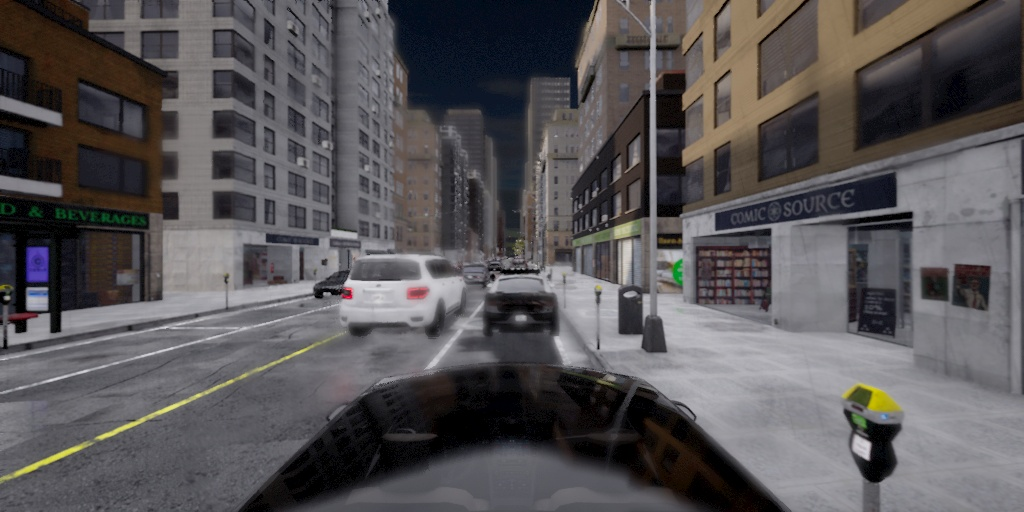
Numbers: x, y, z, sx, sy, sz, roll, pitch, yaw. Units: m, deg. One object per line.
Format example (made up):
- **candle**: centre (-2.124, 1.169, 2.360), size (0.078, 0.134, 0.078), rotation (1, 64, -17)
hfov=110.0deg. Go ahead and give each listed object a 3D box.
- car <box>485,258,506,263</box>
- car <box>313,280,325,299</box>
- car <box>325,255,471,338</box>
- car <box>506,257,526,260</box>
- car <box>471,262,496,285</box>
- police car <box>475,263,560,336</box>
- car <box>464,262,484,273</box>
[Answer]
- **car**: centre (-1.944, 1.305, 43.523), size (1.837, 1.490, 4.892), rotation (0, 0, 2)
- **car**: centre (-8.311, 1.355, 18.383), size (1.948, 1.339, 4.313), rotation (0, 0, 2)
- **car**: centre (-2.773, 0.987, 10.409), size (2.150, 2.045, 5.566), rotation (0, 0, 2)
- **car**: centre (0.825, 1.104, 40.245), size (2.192, 1.841, 5.009), rotation (0, 0, 2)
- **car**: centre (-2.391, 1.328, 23.822), size (2.033, 1.411, 5.357), rotation (0, 0, 2)
- **police car**: centre (0.274, 1.184, 10.551), size (1.930, 1.638, 5.238), rotation (0, 0, 2)
- **car**: centre (-4.893, 1.412, 46.492), size (1.895, 1.301, 4.718), rotation (0, 0, 2)
